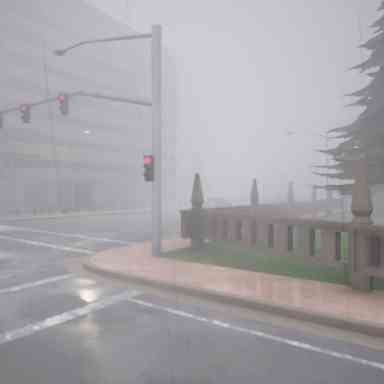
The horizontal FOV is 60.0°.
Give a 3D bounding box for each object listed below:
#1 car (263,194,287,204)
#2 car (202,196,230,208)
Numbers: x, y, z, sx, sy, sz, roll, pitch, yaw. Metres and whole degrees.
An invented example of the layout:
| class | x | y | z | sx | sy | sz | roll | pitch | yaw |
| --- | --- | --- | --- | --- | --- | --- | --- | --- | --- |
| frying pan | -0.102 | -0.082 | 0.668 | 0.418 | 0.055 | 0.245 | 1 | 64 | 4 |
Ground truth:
| class | x | y | z | sx | sy | sz | roll | pitch | yaw |
| --- | --- | --- | --- | --- | --- | --- | --- | --- | --- |
| car | 13.270 | 1.351 | 52.996 | 2.150 | 2.045 | 5.566 | 0 | 0 | 35 |
| car | 2.517 | 1.385 | 37.759 | 2.097 | 1.767 | 4.553 | 0 | 0 | 35 |
